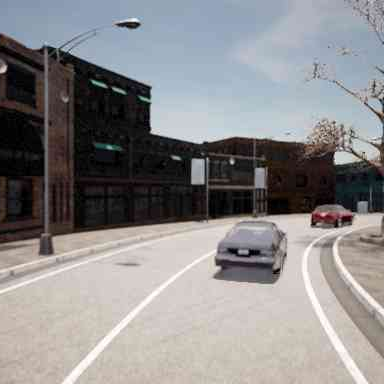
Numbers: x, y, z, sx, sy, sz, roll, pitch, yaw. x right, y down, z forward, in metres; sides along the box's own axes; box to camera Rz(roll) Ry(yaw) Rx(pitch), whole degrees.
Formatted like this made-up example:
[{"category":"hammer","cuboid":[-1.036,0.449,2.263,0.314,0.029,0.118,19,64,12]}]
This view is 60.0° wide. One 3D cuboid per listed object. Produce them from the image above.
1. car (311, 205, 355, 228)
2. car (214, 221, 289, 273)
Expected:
[{"category":"car","cuboid":[11.213,1.783,26.345,2.097,1.767,4.553,1,-1,42]},{"category":"car","cuboid":[2.200,1.700,11.342,2.033,1.411,5.357,0,-1,19]}]
